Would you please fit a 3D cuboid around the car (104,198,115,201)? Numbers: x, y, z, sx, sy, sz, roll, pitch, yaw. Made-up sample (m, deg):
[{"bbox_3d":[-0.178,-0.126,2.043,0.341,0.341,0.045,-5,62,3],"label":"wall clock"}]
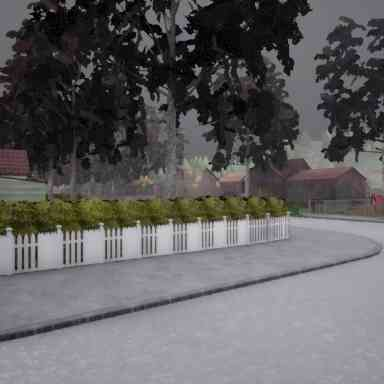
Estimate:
[{"bbox_3d":[-12.660,1.565,50.958,1.994,1.385,4.181,0,0,-35],"label":"car"}]
